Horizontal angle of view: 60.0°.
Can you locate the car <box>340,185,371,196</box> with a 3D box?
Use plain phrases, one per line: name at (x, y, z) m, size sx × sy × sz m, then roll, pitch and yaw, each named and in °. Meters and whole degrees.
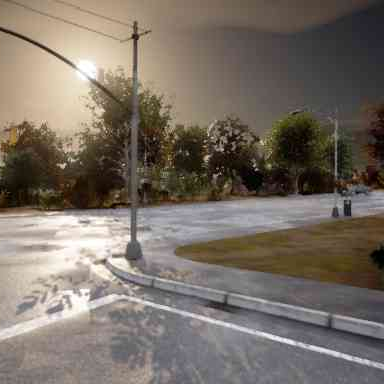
car at (23.604, -0.249, 47.998) m, size 4.902 × 1.511 × 2.128 m, roll -3°, pitch 2°, yaw -25°
